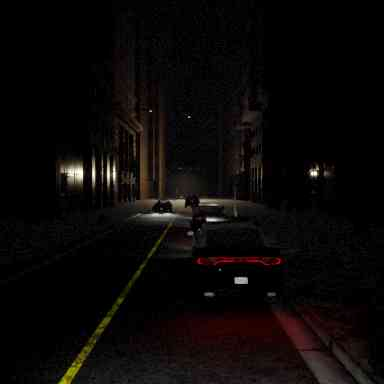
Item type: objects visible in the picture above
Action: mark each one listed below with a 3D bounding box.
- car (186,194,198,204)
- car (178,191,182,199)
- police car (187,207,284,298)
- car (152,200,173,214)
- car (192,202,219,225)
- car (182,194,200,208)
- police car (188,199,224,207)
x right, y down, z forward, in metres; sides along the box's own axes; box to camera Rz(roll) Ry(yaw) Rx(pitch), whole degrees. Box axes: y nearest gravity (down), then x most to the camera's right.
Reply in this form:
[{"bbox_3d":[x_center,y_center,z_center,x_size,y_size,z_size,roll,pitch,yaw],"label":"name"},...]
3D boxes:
[{"bbox_3d":[0.050,1.272,60.082,2.097,1.767,4.553,0,0,0],"label":"car"},{"bbox_3d":[-2.922,1.323,94.171,2.128,1.511,4.902,0,0,0],"label":"car"},{"bbox_3d":[0.906,1.421,8.696,1.930,1.638,5.238,0,0,0],"label":"police car"},{"bbox_3d":[-3.072,1.530,35.323,1.994,1.385,4.181,0,0,0],"label":"car"},{"bbox_3d":[0.920,1.507,24.588,1.812,1.442,4.674,0,0,0],"label":"car"},{"bbox_3d":[0.054,1.299,46.789,2.097,1.767,4.553,0,0,0],"label":"car"},{"bbox_3d":[0.915,1.413,18.698,1.930,1.638,5.238,0,0,0],"label":"police car"}]
